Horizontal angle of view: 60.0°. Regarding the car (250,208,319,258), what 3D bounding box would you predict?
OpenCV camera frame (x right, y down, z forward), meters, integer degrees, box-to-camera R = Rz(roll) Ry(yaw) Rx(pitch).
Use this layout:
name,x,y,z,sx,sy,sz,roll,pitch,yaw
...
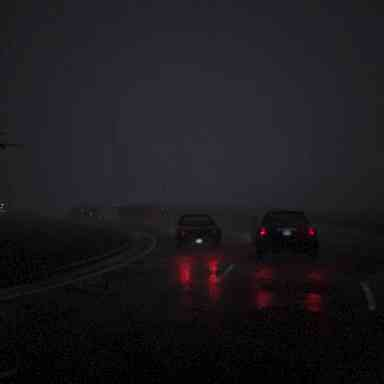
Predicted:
name,x,y,z,sx,sy,sz,roll,pitch,yaw
car,3.455,1.398,13.107,2.097,1.767,4.553,-1,0,8

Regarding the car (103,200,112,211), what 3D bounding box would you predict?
name,x,y,z,sx,sy,sz,roll,pitch,yaw
car,-12.524,2.040,49.540,1.837,1.490,4.892,-1,0,-30

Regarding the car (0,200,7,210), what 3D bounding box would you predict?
name,x,y,z,sx,sy,sz,roll,pitch,yaw
car,-33.716,2.254,58.155,2.097,1.767,4.553,-1,0,-23

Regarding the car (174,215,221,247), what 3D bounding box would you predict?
name,x,y,z,sx,sy,sz,roll,pitch,yaw
car,0.123,1.715,15.808,1.895,1.301,4.718,-1,0,-4

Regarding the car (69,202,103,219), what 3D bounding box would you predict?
name,x,y,z,sx,sy,sz,roll,pitch,yaw
car,-11.033,1.928,33.851,1.812,1.442,4.674,-1,0,-34

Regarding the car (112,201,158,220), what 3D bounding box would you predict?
name,x,y,z,sx,sy,sz,roll,pitch,yaw
car,-5.647,1.791,32.300,1.882,1.535,5.008,-1,0,-36

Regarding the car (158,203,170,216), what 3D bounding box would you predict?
name,x,y,z,sx,sy,sz,roll,pitch,yaw
car,-4.432,1.872,36.540,2.033,1.411,5.357,-1,-1,-34
